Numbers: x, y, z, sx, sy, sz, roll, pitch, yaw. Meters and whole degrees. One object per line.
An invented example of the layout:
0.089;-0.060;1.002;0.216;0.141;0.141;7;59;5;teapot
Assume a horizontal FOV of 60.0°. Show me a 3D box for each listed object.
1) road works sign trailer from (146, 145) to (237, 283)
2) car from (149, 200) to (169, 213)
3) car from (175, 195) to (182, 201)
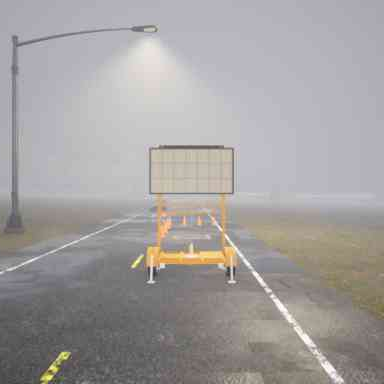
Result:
-0.010;0.465;9.619;2.380;3.560;2.880;0;0;0;road works sign trailer
-3.634;1.551;37.222;2.033;1.411;5.357;0;0;0;car
-3.585;1.482;89.167;1.882;1.535;5.008;0;0;0;car
